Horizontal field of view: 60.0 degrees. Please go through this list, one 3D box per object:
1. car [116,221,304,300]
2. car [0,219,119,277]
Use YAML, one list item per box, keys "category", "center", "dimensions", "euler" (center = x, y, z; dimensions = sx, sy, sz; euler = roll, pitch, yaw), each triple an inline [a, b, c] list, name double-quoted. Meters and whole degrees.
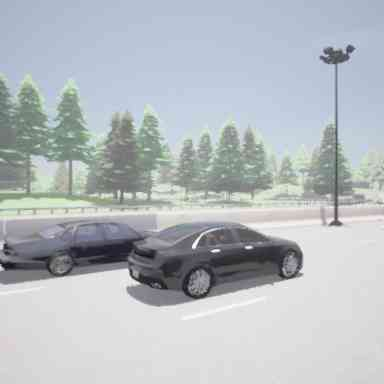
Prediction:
- category: "car"
  center: [0.803, 1.510, 8.471]
  dimensions: [4.892, 1.490, 1.837]
  euler: [0, 0, -34]
- category: "car"
  center: [-2.842, 1.549, 10.244]
  dimensions: [5.357, 1.411, 2.033]
  euler: [0, 0, -34]
